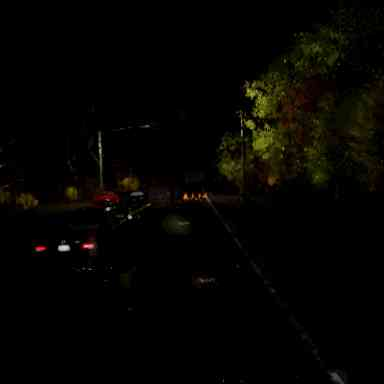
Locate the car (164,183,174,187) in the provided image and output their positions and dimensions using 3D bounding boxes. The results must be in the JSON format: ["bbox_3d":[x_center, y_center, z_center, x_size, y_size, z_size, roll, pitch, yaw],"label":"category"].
[{"bbox_3d":[-5.490,-1.238,78.401,2.150,2.045,5.566,-2,2,1],"label":"car"}]

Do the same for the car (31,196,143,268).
[{"bbox_3d":[-3.116,1.238,10.683,2.033,1.411,5.357,-4,4,1],"label":"car"}]

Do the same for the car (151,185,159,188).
[{"bbox_3d":[-8.728,-0.876,78.513,1.882,1.535,5.008,-2,2,1],"label":"car"}]

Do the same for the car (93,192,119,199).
[{"bbox_3d":[-9.521,0.733,36.993,1.882,1.535,5.008,-2,2,1],"label":"car"}]

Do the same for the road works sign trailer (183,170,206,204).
[{"bbox_3d":[0.302,-0.614,36.695,2.380,3.560,2.880,-2,2,1],"label":"road works sign trailer"}]

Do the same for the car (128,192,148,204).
[{"bbox_3d":[-6.254,0.676,37.931,1.994,1.385,4.181,-2,2,1],"label":"car"}]

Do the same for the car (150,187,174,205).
[{"bbox_3d":[-2.833,0.507,32.643,1.994,1.385,4.181,0,2,0],"label":"car"}]
